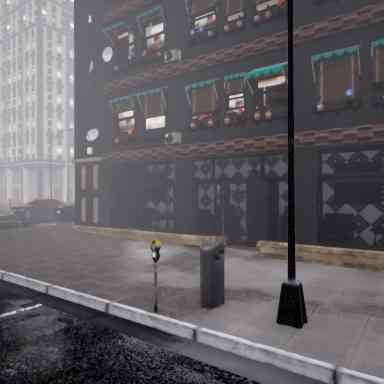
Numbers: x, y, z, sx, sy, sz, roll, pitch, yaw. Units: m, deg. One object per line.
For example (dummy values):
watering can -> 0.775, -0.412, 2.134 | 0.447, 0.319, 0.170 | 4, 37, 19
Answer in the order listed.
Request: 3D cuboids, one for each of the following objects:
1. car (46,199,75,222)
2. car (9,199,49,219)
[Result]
car -> -7.274, 1.279, 22.840 | 1.947, 1.339, 4.313 | 1, 1, 35
car -> -11.911, 1.262, 26.331 | 1.812, 1.442, 4.674 | 0, 1, 35
